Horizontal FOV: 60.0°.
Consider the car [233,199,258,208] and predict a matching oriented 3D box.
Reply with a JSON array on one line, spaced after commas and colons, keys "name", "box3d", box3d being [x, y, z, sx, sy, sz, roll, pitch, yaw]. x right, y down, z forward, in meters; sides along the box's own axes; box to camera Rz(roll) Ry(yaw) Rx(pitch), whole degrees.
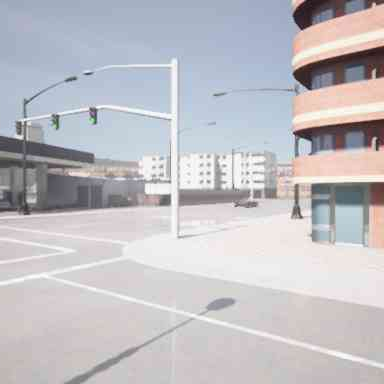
[{"name": "car", "box3d": [7.560, 1.578, 46.806, 1.895, 1.301, 4.718, 0, 0, 35]}]

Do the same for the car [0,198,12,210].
[{"name": "car", "box3d": [-22.985, 1.411, 39.207, 3.806, 1.475, 1.970, 0, 0, 36]}]
